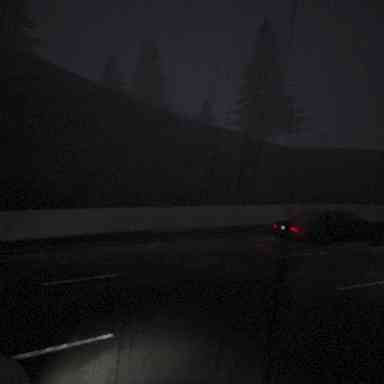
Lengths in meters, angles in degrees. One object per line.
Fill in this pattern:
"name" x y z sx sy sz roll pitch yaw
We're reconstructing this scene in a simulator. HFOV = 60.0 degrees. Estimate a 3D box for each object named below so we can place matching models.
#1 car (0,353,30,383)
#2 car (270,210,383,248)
"car" -3.163 1.495 1.286 4.674 1.442 1.812 0 0 -38
"car" 6.058 1.499 14.221 5.357 1.411 2.033 0 0 -18
